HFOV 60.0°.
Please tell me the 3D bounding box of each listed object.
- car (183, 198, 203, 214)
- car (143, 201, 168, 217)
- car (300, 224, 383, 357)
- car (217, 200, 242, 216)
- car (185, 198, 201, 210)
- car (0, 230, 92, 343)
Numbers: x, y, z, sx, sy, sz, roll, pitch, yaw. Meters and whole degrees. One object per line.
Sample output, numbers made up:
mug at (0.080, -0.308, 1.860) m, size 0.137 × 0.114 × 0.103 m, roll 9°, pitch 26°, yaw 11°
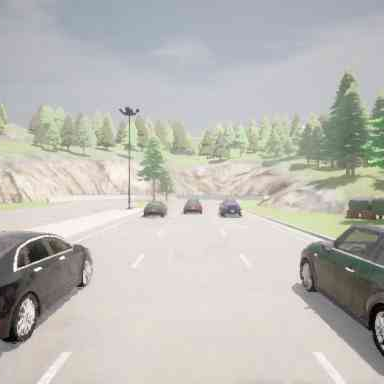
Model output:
car at (0.108, 1.564, 35.271) m, size 1.994 × 1.385 × 4.181 m, roll 0°, pitch 0°, yaw 0°
car at (-3.392, 1.564, 31.413) m, size 1.994 × 1.385 × 4.181 m, roll 0°, pitch 0°, yaw 0°
car at (3.600, 1.353, 6.027) m, size 2.097 × 1.767 × 4.553 m, roll 0°, pitch 0°, yaw 0°
car at (3.609, 1.525, 31.906) m, size 1.812 × 1.442 × 4.674 m, roll 0°, pitch 0°, yaw 0°
car at (0.166, 1.547, 44.512) m, size 2.033 × 1.411 × 5.357 m, roll 0°, pitch 0°, yaw 1°
car at (-3.400, 1.504, 6.413) m, size 1.837 × 1.490 × 4.892 m, roll 0°, pitch 0°, yaw 0°
